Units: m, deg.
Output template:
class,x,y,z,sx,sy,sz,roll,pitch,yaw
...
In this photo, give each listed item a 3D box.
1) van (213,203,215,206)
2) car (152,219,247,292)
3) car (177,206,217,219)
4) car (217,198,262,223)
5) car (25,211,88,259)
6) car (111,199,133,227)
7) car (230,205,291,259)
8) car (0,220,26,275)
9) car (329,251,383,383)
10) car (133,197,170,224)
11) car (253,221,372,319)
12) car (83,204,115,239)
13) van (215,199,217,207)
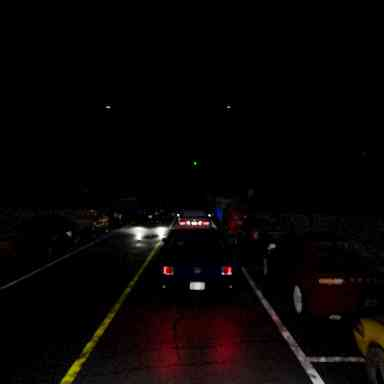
class,x,y,z,sx,sy,sz,roll,pitch,yaw
van,2.794,1.474,29.098,1.690,1.788,3.998,0,0,0
car,0.110,1.642,9.025,1.895,1.301,4.718,0,0,0
car,0.121,1.635,19.263,2.033,1.411,5.357,0,0,0
car,2.781,1.397,18.223,2.192,1.841,5.009,0,0,0
car,-5.750,1.623,12.795,1.947,1.339,4.313,0,0,0
car,-5.737,1.547,23.670,1.967,1.590,4.097,0,0,0
car,2.775,1.498,12.785,1.967,1.590,4.097,0,0,0
car,-5.757,1.557,7.188,1.752,1.417,4.829,0,0,0
car,2.762,1.535,2.080,1.752,1.417,4.829,0,0,0
car,-2.970,1.421,26.460,2.150,2.045,5.566,0,0,0
car,2.769,1.578,7.347,1.887,1.381,4.507,0,0,0
car,-5.744,1.607,18.063,1.752,1.417,4.829,0,0,0
van,2.788,1.449,23.661,1.690,1.788,3.998,0,0,0
